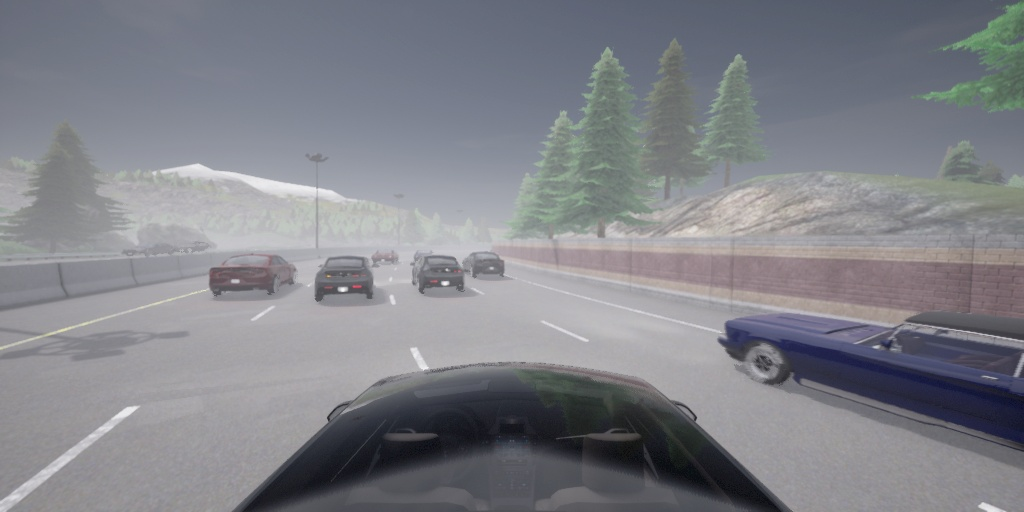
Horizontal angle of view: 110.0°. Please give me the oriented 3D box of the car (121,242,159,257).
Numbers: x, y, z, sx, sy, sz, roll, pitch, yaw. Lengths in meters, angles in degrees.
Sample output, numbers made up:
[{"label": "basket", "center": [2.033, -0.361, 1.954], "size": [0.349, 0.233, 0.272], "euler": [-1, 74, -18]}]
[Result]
[{"label": "car", "center": [-37.573, -0.735, 37.543], "size": [2.033, 1.411, 5.357], "euler": [1, 2, -8]}]

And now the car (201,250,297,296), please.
[{"label": "car", "center": [-10.281, 0.616, 14.607], "size": [1.882, 1.535, 5.008], "euler": [0, 2, -19]}]

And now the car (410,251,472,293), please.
[{"label": "car", "center": [-3.376, 0.696, 16.036], "size": [1.837, 1.490, 4.892], "euler": [0, 2, -20]}]

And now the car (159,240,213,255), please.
[{"label": "car", "center": [-34.106, -0.932, 38.037], "size": [1.837, 1.490, 4.892], "euler": [1, 2, -8]}]

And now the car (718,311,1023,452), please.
[{"label": "car", "center": [5.215, 1.335, 4.341], "size": [1.895, 1.301, 4.718], "euler": [0, 2, -26]}]

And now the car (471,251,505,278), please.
[{"label": "car", "center": [-1.882, 0.455, 22.683], "size": [1.882, 1.535, 5.008], "euler": [0, 2, -17]}]

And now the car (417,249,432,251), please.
[{"label": "car", "center": [-8.859, -0.014, 36.477], "size": [1.895, 1.301, 4.718], "euler": [0, 2, -11]}]

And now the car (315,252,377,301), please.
[{"label": "car", "center": [-6.308, 0.730, 13.844], "size": [1.837, 1.490, 4.892], "euler": [0, 2, -20]}]

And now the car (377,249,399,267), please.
[{"label": "car", "center": [-12.028, 0.011, 34.441], "size": [1.895, 1.301, 4.718], "euler": [0, 2, -11]}]
